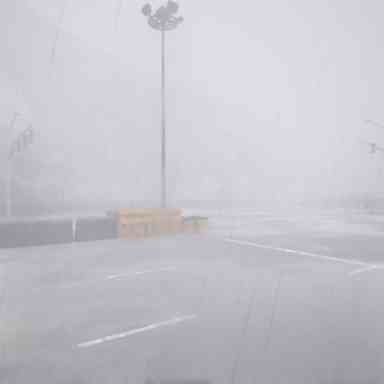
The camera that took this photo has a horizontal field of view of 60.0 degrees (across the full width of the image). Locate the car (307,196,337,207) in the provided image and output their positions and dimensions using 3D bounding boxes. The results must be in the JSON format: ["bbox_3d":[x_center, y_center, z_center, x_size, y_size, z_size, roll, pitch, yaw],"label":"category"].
[{"bbox_3d":[19.431,1.323,48.025,4.902,1.511,2.128,0,0,-36],"label":"car"}]

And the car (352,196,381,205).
[{"bbox_3d":[28.654,1.329,54.595,5.357,1.411,2.033,0,0,-35],"label":"car"}]

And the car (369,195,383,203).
[{"bbox_3d":[36.258,1.325,64.263,4.718,1.301,1.895,0,0,-36],"label":"car"}]

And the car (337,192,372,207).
[{"bbox_3d":[23.070,1.044,46.326,5.566,2.045,2.150,0,0,-36],"label":"car"}]

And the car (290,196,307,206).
[{"bbox_3d":[16.929,1.360,50.540,4.674,1.442,1.812,0,0,-35],"label":"car"}]

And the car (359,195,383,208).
[{"bbox_3d":[23.805,1.431,42.550,4.718,1.301,1.895,0,0,-36],"label":"car"}]

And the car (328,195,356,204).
[{"bbox_3d":[25.676,1.279,56.769,4.902,1.511,2.128,0,0,-35],"label":"car"}]
